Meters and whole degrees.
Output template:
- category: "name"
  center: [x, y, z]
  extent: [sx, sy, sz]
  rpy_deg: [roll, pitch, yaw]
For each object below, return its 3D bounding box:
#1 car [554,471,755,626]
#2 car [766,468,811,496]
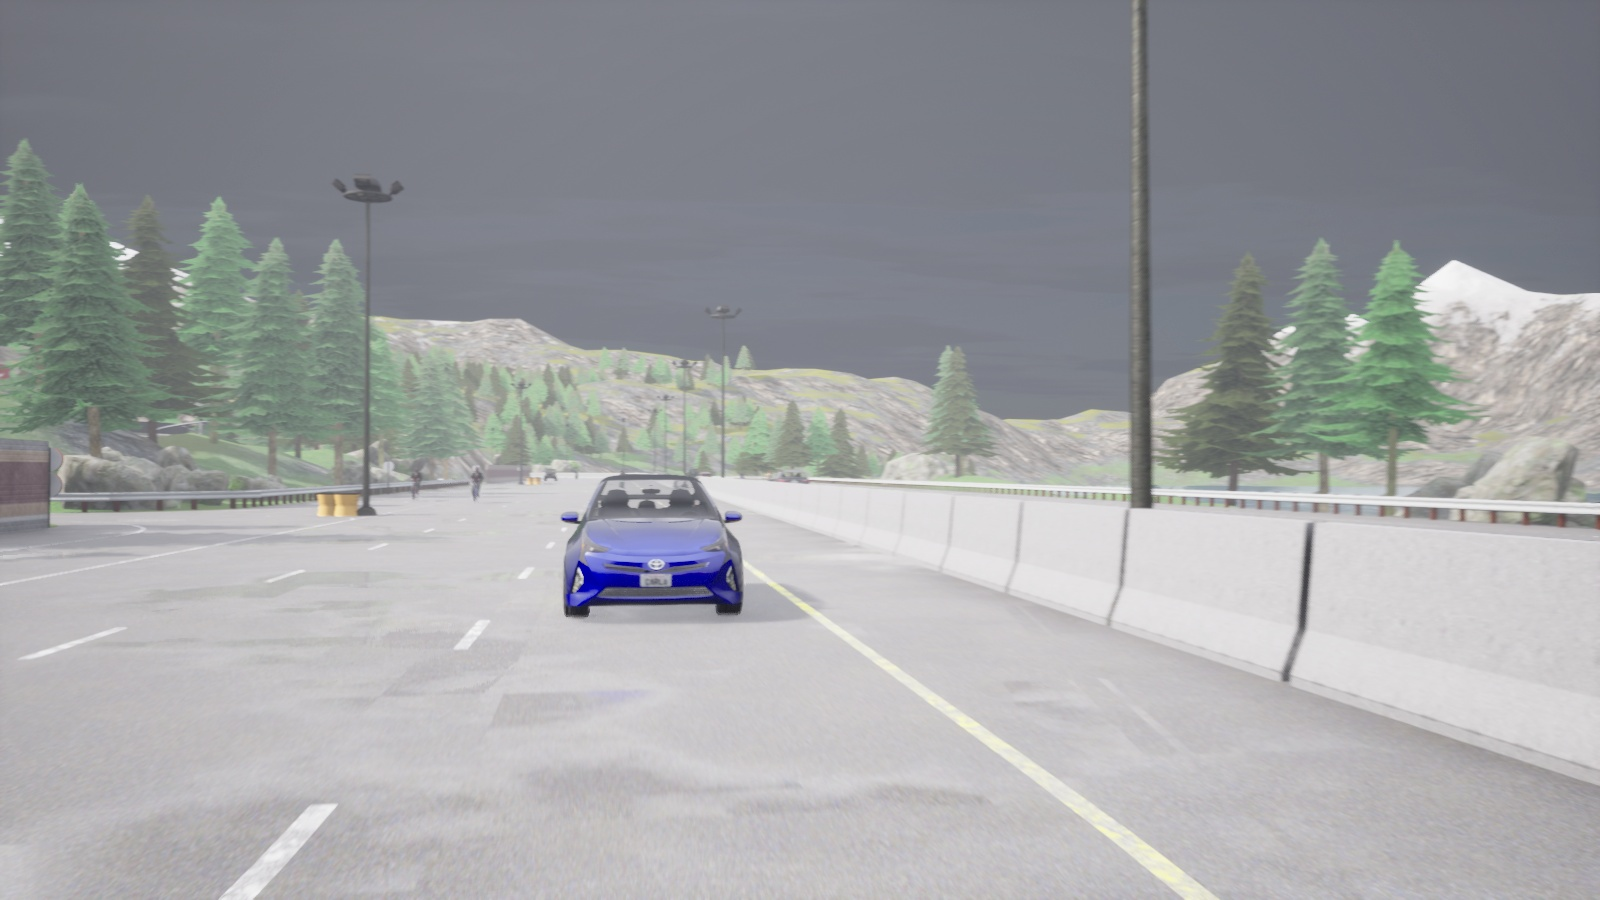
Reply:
- category: "car"
  center: [-1.788, 1.025, 14.899]
  extent: [2.007, 1.525, 4.514]
  rpy_deg: [0, -1, -8]
- category: "car"
  center: [-0.796, 2.006, 79.841]
  extent: [2.242, 1.667, 4.611]
  rpy_deg: [0, -1, -8]
